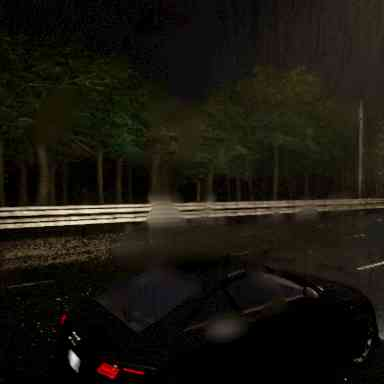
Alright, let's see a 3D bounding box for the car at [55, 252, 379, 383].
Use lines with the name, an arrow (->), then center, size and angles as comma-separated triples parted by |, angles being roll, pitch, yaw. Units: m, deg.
car -> 0.538, 1.514, 4.235 | 4.181, 1.385, 1.994 | 0, 1, -36
